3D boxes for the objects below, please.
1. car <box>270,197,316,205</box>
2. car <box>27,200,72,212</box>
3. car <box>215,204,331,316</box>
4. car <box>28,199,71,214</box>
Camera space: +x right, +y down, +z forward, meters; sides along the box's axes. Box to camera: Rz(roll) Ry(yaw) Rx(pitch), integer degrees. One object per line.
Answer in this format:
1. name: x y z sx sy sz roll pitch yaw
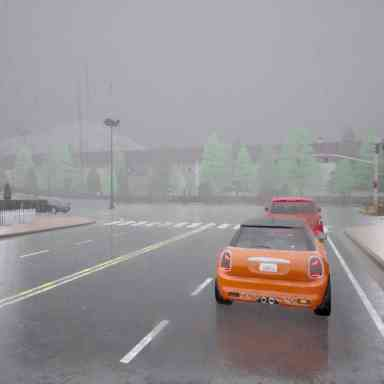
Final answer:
1. car: 4.271 1.221 14.150 2.150 2.045 5.566 0 0 16
2. car: -16.814 1.592 39.325 4.718 1.301 1.895 0 0 16
3. car: 2.056 1.352 7.890 2.097 1.767 4.553 0 0 19
4. car: -15.227 1.502 35.212 4.892 1.490 1.837 0 0 18
